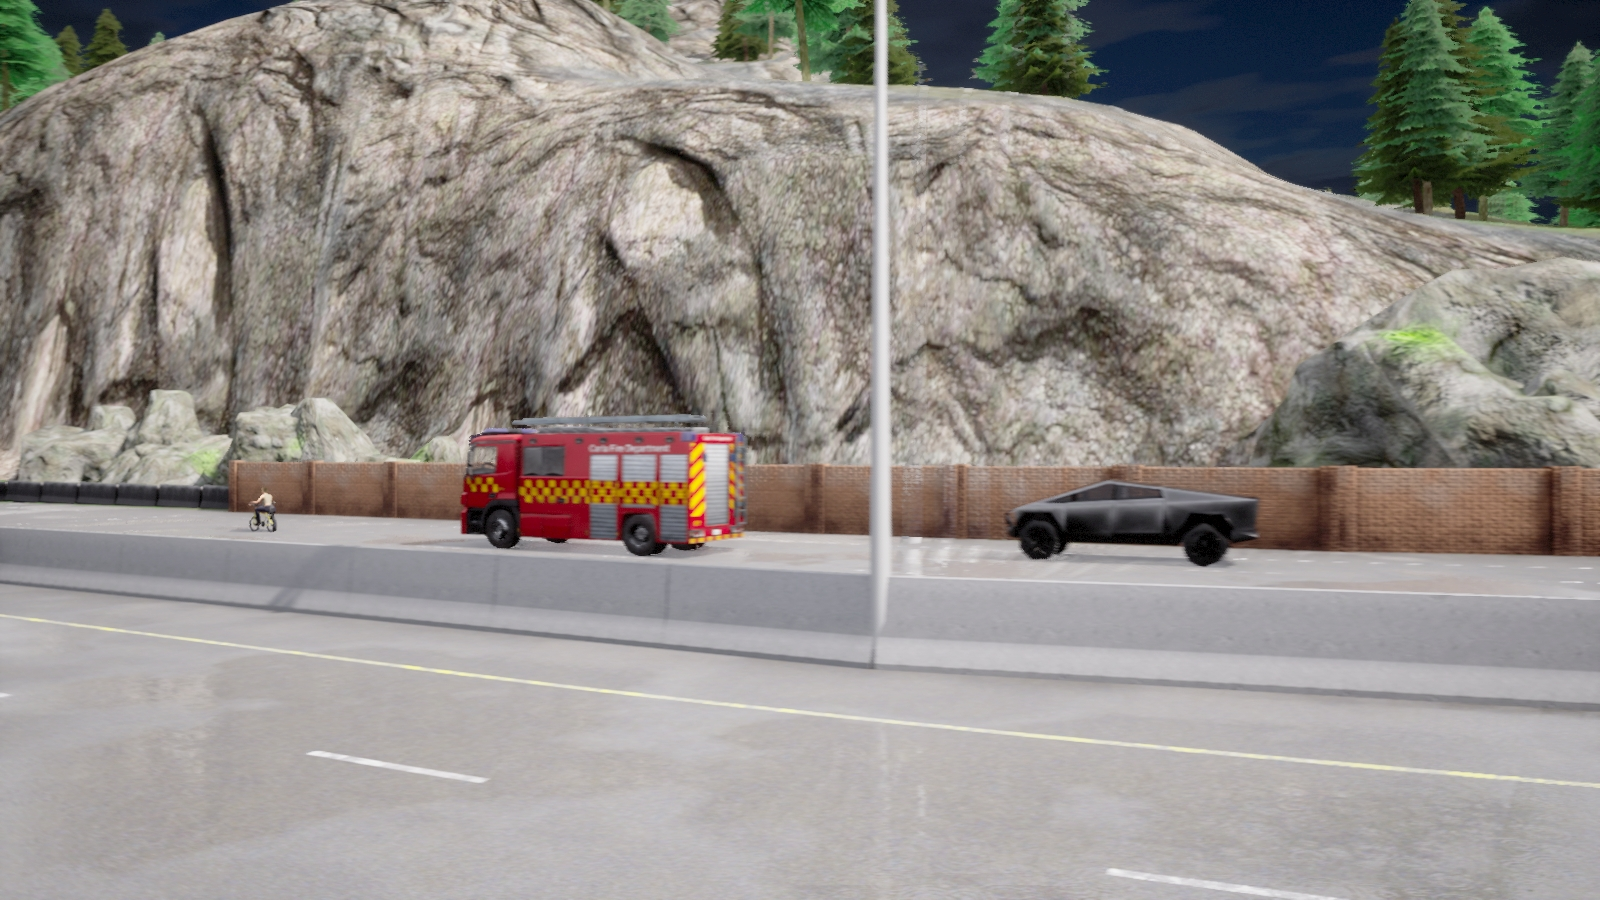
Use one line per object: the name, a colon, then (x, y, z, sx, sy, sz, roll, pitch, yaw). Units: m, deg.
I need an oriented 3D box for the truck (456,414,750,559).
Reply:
truck: (-5.845, 0.978, 33.344, 8.468, 3.827, 2.891, 0, 0, 28)

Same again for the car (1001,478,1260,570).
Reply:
car: (8.602, 1.835, 29.785, 6.274, 2.098, 2.390, 0, 0, 23)
